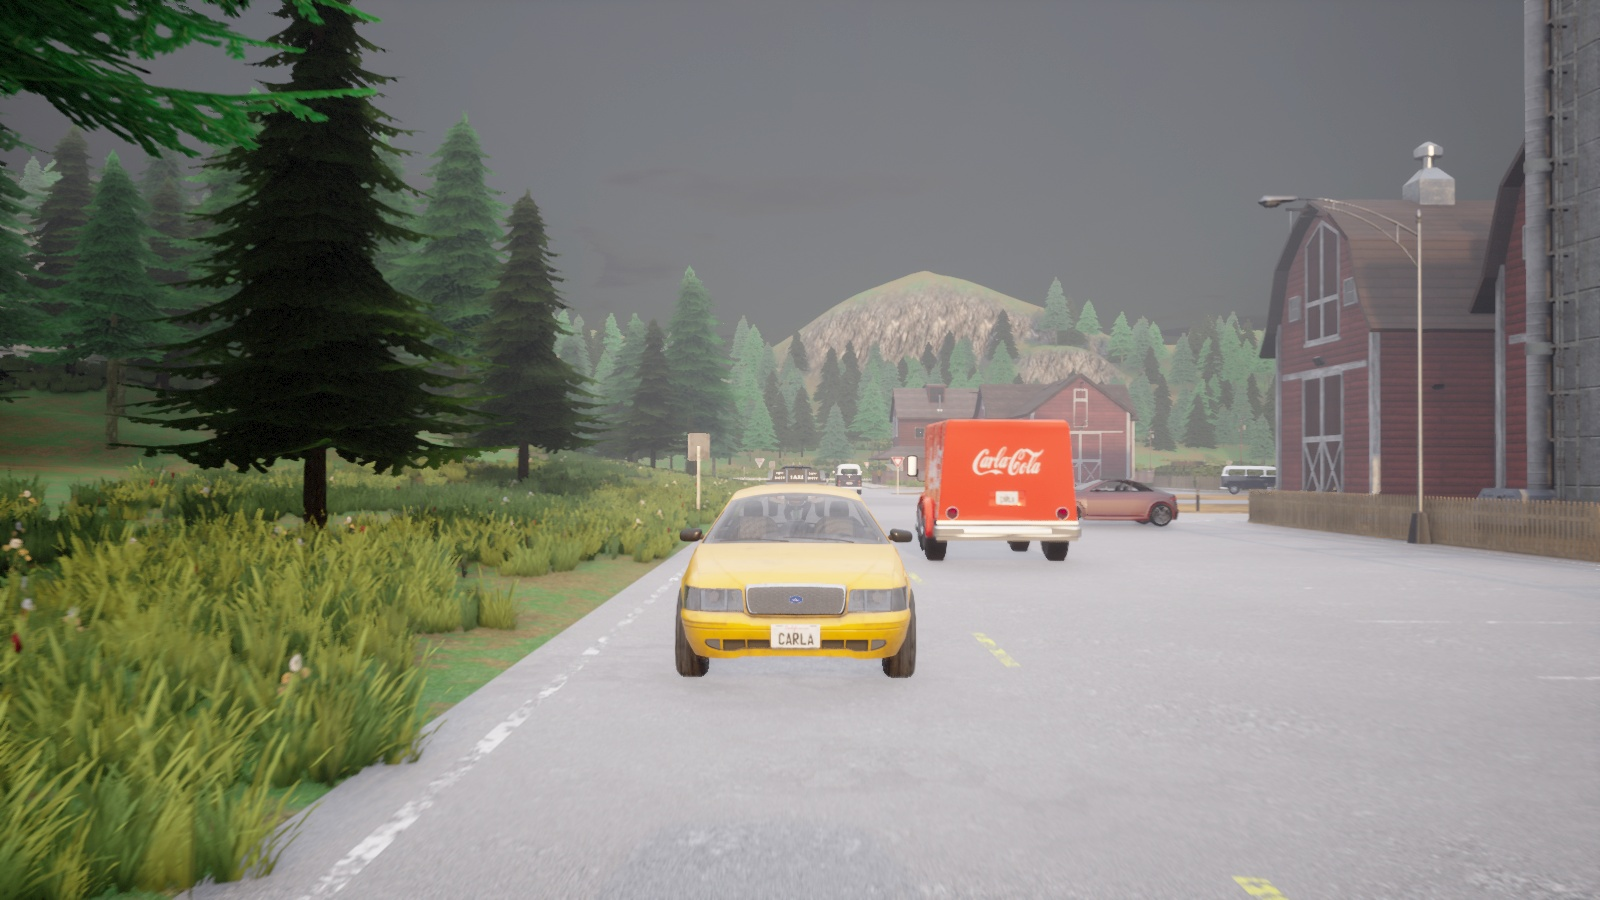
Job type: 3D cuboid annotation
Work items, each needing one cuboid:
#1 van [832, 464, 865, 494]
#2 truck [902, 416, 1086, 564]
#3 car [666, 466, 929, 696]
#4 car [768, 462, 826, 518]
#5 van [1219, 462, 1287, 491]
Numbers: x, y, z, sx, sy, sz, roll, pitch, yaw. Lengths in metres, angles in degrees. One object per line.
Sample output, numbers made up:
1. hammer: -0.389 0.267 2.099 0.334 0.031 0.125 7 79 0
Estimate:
1. van: 3.291 1.958 85.621 2.069 2.038 4.480 0 -1 0
2. truck: 3.441 0.708 23.520 2.627 2.467 5.204 0 -1 0
3. car: -0.028 0.943 11.307 1.801 1.575 5.366 0 -1 0
4. car: -0.107 1.367 43.937 1.932 1.855 4.605 0 -1 0
5. van: 32.249 1.895 89.464 4.480 2.038 2.069 0 -1 19
